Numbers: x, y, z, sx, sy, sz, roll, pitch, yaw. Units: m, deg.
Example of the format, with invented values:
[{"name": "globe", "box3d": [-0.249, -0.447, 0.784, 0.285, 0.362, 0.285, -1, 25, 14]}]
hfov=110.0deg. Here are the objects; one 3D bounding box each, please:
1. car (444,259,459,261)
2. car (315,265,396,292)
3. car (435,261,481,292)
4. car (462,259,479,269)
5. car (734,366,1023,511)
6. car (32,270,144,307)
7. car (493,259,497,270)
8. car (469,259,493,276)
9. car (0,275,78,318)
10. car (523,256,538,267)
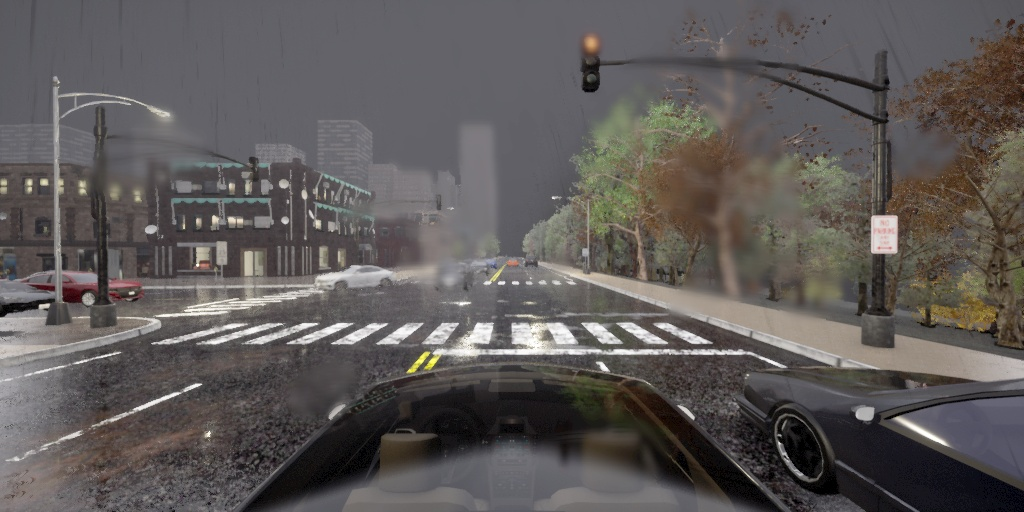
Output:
[{"name": "car", "box3d": [-6.553, 1.087, 38.159, 2.097, 1.767, 4.553, 0, 0, 0]}, {"name": "car", "box3d": [-9.255, 1.285, 21.579, 1.812, 1.442, 4.674, 0, 1, 36]}, {"name": "car", "box3d": [-3.324, 1.236, 21.619, 2.128, 1.511, 4.902, 0, 0, 0]}, {"name": "car", "box3d": [-6.518, 1.274, 56.334, 2.033, 1.411, 5.357, 0, 0, 0]}, {"name": "car", "box3d": [3.350, 1.297, 1.454, 2.033, 1.411, 5.357, 0, 0, 0]}, {"name": "car", "box3d": [-19.821, 1.447, 16.338, 5.008, 1.535, 1.882, -1, 1, 0]}, {"name": "car", "box3d": [-3.274, 1.205, 53.467, 1.882, 1.535, 5.008, 0, 0, 0]}, {"name": "car", "box3d": [-3.307, 1.261, 37.479, 1.812, 1.442, 4.674, 0, 0, 0]}, {"name": "car", "box3d": [-19.932, 1.564, 13.633, 4.313, 1.339, 1.948, 0, 0, 0]}, {"name": "car", "box3d": [3.432, 0.944, 64.201, 2.150, 2.045, 5.566, 0, 0, 0]}]
